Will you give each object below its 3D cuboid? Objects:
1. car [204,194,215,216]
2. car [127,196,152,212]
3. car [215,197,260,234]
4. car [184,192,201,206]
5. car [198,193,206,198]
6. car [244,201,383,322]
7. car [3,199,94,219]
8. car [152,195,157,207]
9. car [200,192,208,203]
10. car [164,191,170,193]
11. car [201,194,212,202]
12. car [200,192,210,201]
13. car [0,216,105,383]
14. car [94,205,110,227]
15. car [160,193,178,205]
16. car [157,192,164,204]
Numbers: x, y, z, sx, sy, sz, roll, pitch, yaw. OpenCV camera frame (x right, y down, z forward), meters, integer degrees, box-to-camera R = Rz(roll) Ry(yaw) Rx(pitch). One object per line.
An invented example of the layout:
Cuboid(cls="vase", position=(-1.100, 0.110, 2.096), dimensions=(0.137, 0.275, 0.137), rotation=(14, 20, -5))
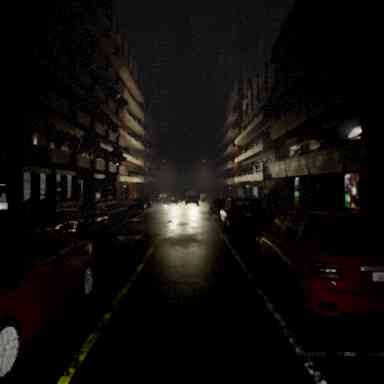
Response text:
Cuboid(cls="car", position=(2.362, 1.251, 29.114), dimensions=(1.882, 1.535, 5.008), rotation=(0, 0, 0))
Cuboid(cls="car", position=(-5.698, 1.309, 35.114), dimensions=(1.802, 1.307, 4.206), rotation=(-1, 0, 0))
Cuboid(cls="car", position=(2.678, 1.172, 18.278), dimensions=(2.192, 1.841, 5.009), rotation=(-1, 0, 0))
Cuboid(cls="car", position=(0.004, 1.157, 47.551), dimensions=(1.812, 1.442, 4.674), rotation=(0, 1, 0))
Cuboid(cls="car", position=(2.683, 0.865, 91.104), dimensions=(1.947, 1.339, 4.313), rotation=(-1, 0, 0))
Cuboid(cls="car", position=(2.678, 1.259, 7.074), dimensions=(2.192, 1.841, 5.009), rotation=(-1, 0, 0))
Cuboid(cls="car", position=(-5.692, 1.216, 12.704), dimensions=(2.192, 1.841, 5.009), rotation=(-1, 0, 0))
Cuboid(cls="car", position=(-5.698, 1.266, 40.716), dimensions=(1.802, 1.307, 4.206), rotation=(-1, 0, 0))
Cuboid(cls="car", position=(2.682, 1.079, 57.662), dimensions=(1.752, 1.417, 4.829), rotation=(-1, 0, 0))
Cuboid(cls="car", position=(-5.698, 1.063, 63.123), dimensions=(2.008, 1.369, 4.403), rotation=(-1, 0, 0))
Cuboid(cls="car", position=(2.682, 1.078, 63.094), dimensions=(1.947, 1.339, 4.313), rotation=(-1, 0, 0))
Cuboid(cls="car", position=(2.681, 0.909, 68.695), dimensions=(1.967, 1.590, 4.097), rotation=(-1, 0, 0))
Cuboid(cls="car", position=(-3.100, 1.434, 5.506), dimensions=(1.882, 1.535, 5.008), rotation=(0, 0, 0))
Cuboid(cls="car", position=(-5.706, 1.408, 18.308), dimensions=(2.008, 1.369, 4.403), rotation=(-1, 0, 0))
Cuboid(cls="car", position=(-3.076, 1.187, 48.693), dimensions=(1.994, 1.385, 4.181), rotation=(0, 0, 0))
Cuboid(cls="car", position=(-5.698, 1.149, 51.920), dimensions=(2.008, 1.369, 4.403), rotation=(-1, 0, 0))
